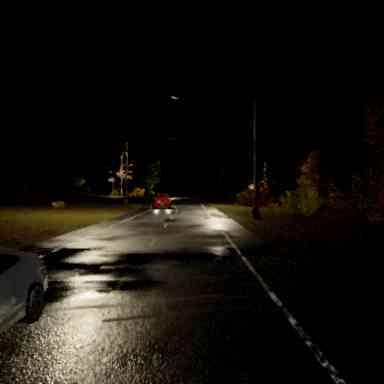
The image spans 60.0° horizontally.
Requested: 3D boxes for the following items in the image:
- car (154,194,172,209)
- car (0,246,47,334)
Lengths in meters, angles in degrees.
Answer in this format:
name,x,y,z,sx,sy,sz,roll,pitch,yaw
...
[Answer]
name,x,y,z,sx,sy,sz,roll,pitch,yaw
car,-4.012,1.245,45.678,2.150,2.045,5.566,0,0,-4
car,-3.600,1.526,4.487,1.812,1.442,4.674,0,0,0
